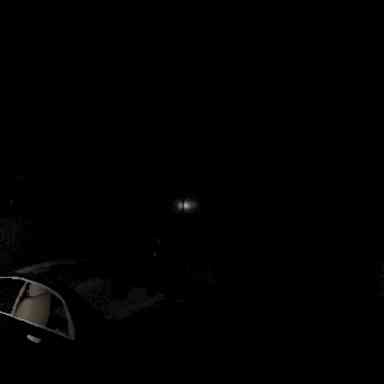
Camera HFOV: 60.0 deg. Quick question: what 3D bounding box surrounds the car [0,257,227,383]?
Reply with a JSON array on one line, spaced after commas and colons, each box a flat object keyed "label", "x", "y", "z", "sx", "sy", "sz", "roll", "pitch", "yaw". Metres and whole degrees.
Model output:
[{"label": "car", "x": -1.687, "y": 1.520, "z": 4.162, "sx": 4.403, "sy": 1.369, "sz": 2.008, "roll": 1, "pitch": 1, "yaw": 35}]

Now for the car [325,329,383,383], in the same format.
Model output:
[{"label": "car", "x": 2.906, "y": 1.331, "z": 0.886, "sx": 5.009, "sy": 1.841, "sz": 2.192, "roll": 1, "pitch": 1, "yaw": 35}]
